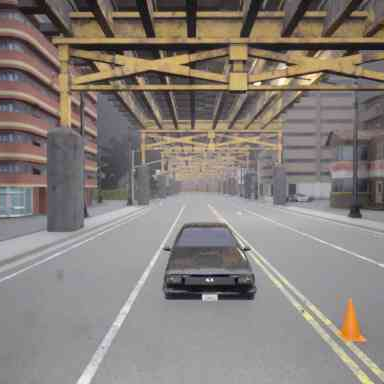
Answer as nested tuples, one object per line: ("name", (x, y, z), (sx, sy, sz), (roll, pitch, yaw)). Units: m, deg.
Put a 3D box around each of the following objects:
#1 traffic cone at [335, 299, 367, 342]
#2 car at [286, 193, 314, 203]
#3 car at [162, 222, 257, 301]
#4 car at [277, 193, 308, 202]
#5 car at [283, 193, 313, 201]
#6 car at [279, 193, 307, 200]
("traffic cone", (2.453, 1.949, 5.141), (0.340, 0.580, 0.340), (0, 0, 0))
("car", (17.459, 1.005, 54.864), (4.974, 1.542, 2.038), (0, 1, -20))
("car", (0.361, 1.533, 8.748), (2.033, 1.411, 5.357), (0, 0, 1))
("car", (17.807, 0.958, 59.020), (4.974, 1.542, 2.038), (0, 1, 25))
("car", (17.508, 0.847, 54.880), (4.536, 1.218, 1.853), (0, 1, -20))
("car", (17.854, 0.800, 58.997), (4.536, 1.218, 1.853), (0, 1, 25))
